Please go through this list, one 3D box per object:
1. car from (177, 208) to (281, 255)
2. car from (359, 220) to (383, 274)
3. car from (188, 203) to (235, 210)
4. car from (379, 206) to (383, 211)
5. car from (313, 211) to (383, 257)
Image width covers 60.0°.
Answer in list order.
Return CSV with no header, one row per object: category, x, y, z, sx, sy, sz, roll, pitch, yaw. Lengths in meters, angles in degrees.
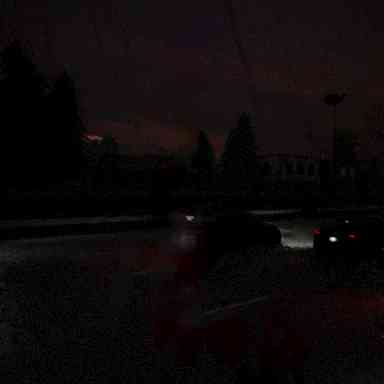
car,1.587,1.565,13.475,4.674,1.442,1.812,0,0,-36
car,6.644,1.536,8.484,4.902,1.511,2.128,0,0,-35
car,1.580,1.402,17.768,4.553,1.767,2.097,0,0,-36
car,18.509,1.667,29.858,4.674,1.442,1.812,0,0,-36
car,6.520,1.619,12.694,4.181,1.385,1.994,0,0,-35
